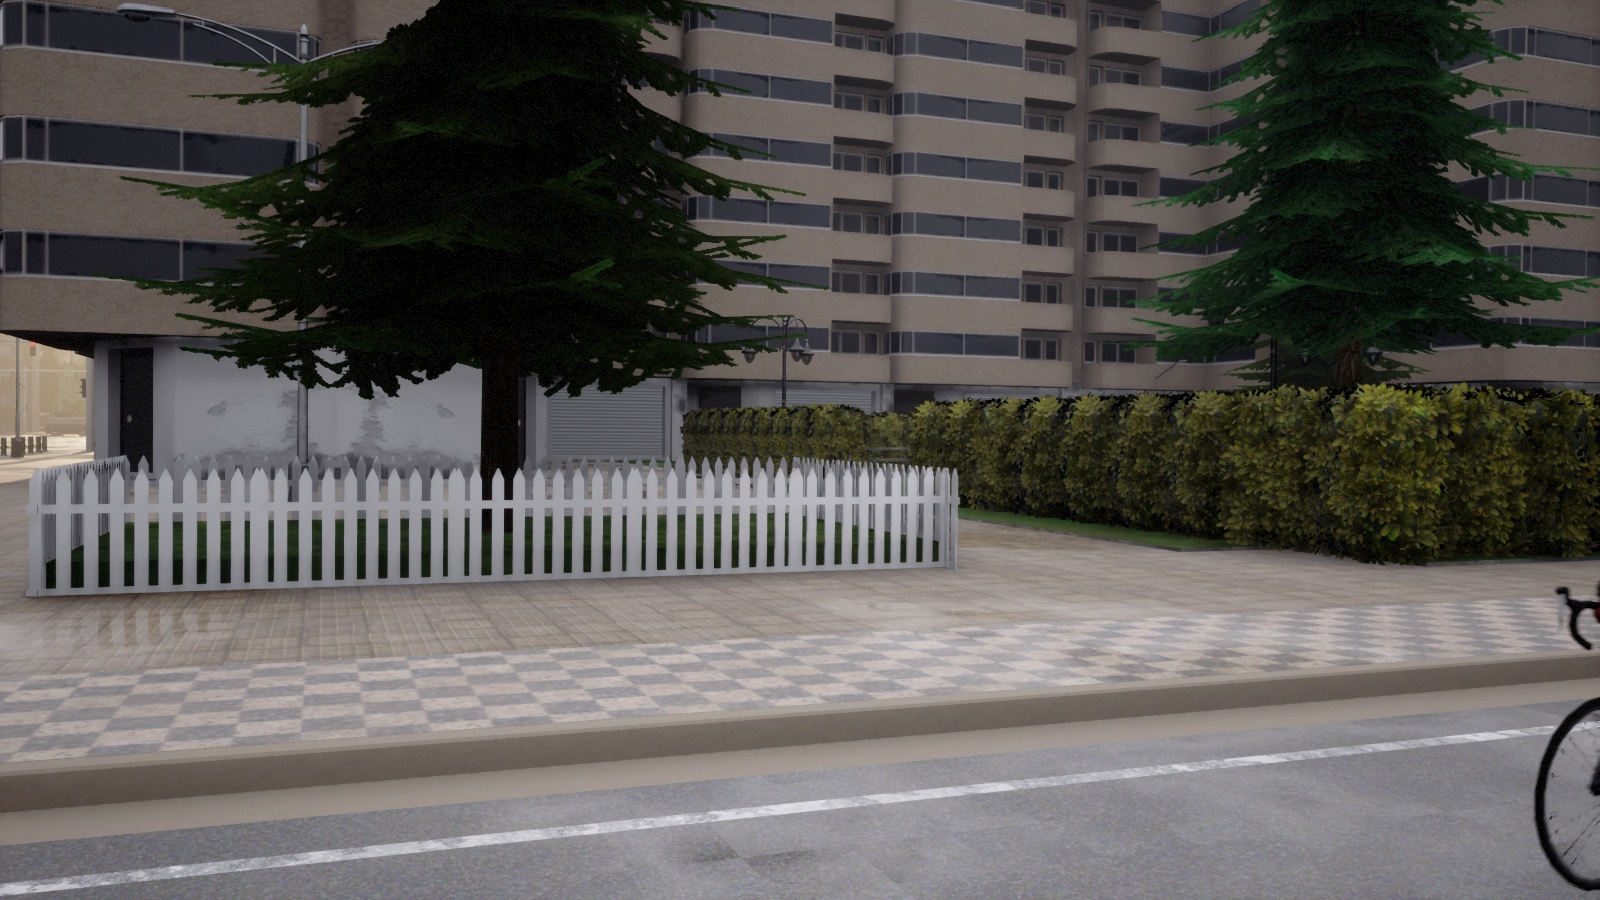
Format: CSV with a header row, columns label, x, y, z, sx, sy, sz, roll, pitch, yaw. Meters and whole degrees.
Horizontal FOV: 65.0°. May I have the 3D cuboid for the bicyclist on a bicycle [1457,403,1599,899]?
label,x,y,z,sx,sy,sz,roll,pitch,yaw
bicyclist on a bicycle,3.200,0.644,4.454,1.656,1.620,0.582,-1,1,-21
